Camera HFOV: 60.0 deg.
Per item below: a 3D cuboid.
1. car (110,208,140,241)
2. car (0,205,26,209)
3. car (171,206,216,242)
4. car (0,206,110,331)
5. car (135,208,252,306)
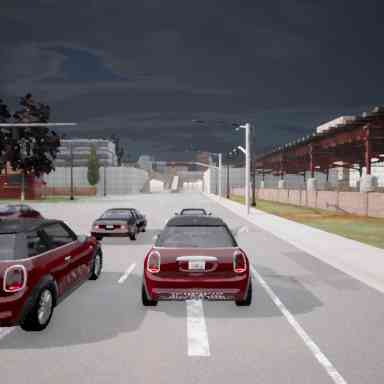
[{"bbox_3d":[-3.431,1.488,16.420,2.033,1.411,5.357,0,0,0],"label":"car"},{"bbox_3d":[-10.559,1.486,19.677,1.994,1.385,4.181,0,0,0],"label":"car"},{"bbox_3d":[0.070,1.506,16.719,1.994,1.385,4.181,0,0,0],"label":"car"},{"bbox_3d":[-3.410,1.341,6.997,2.097,1.767,4.553,0,0,0],"label":"car"},{"bbox_3d":[0.085,1.337,8.159,2.097,1.767,4.553,0,0,0],"label":"car"}]
